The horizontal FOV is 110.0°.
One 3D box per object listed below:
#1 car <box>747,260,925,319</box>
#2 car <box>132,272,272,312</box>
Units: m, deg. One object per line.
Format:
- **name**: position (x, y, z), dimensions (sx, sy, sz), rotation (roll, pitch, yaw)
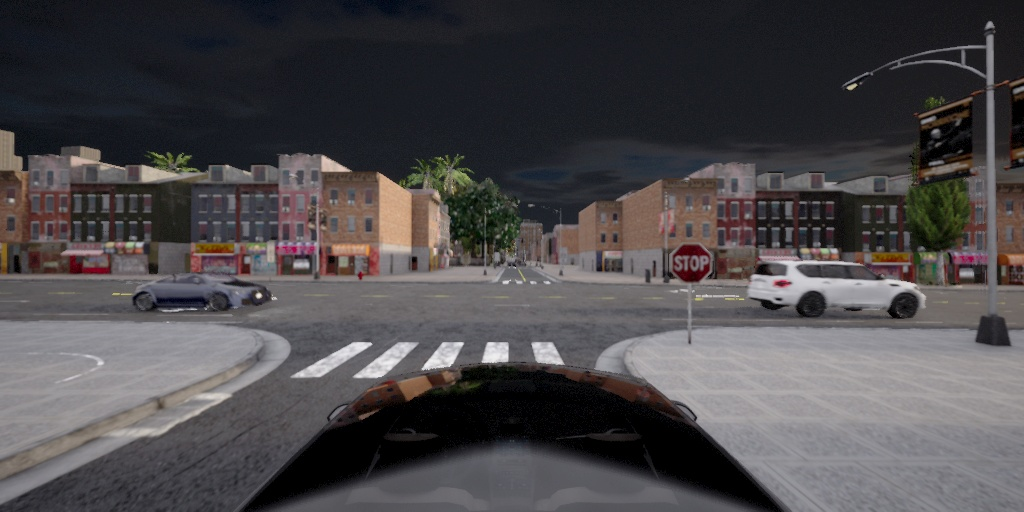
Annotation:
- **car**: position (12.169, 1.206, 13.731), dimensions (5.566, 2.045, 2.150), rotation (1, 0, 0)
- **car**: position (-11.636, 1.311, 13.642), dimensions (4.181, 1.385, 1.994), rotation (1, 0, 0)
